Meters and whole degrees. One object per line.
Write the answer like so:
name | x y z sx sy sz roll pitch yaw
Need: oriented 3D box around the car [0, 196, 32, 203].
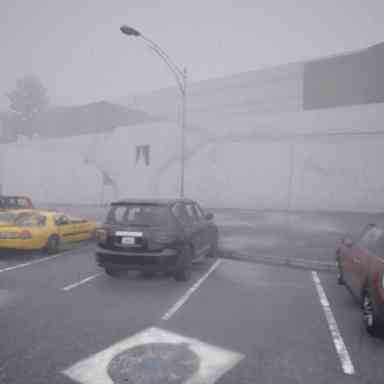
car | -10.484 1.220 16.930 2.435 2.045 5.566 0 -1 15

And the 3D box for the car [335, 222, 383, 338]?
car | 4.165 1.360 6.475 2.185 1.767 4.553 0 -1 15

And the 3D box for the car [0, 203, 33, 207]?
car | -8.087 1.462 15.033 1.946 1.575 5.366 0 -1 16

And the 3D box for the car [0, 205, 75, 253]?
car | -5.552 1.466 13.652 1.946 1.575 5.366 0 -1 15

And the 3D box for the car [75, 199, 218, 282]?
car | -0.709 1.220 10.020 2.435 2.045 5.566 0 -1 16

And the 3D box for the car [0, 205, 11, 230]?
car | -12.932 1.506 18.669 2.163 1.488 4.792 0 -1 15
